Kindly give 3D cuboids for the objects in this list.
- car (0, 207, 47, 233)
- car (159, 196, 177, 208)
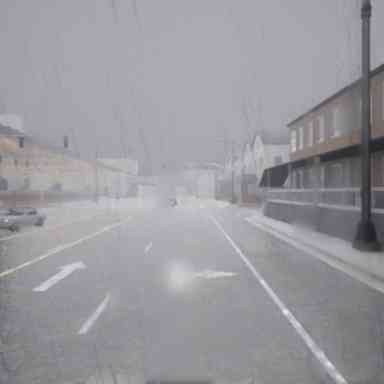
[{"bbox_3d":[-10.500,1.585,19.715,1.895,1.301,4.718,0,0,0],"label":"car"},{"bbox_3d":[-3.483,1.565,46.648,1.895,1.301,4.718,0,0,0],"label":"car"}]
